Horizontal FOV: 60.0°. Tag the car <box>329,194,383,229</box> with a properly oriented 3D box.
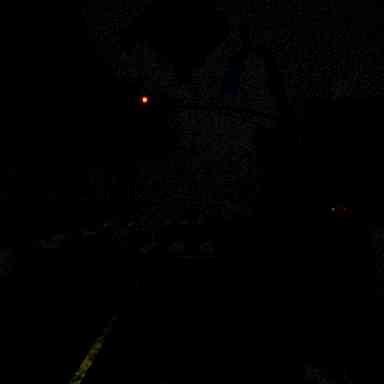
[{"bbox_3d":[11.415,1.129,20.579,5.566,2.045,2.150,0,-1,0],"label":"car"}]
